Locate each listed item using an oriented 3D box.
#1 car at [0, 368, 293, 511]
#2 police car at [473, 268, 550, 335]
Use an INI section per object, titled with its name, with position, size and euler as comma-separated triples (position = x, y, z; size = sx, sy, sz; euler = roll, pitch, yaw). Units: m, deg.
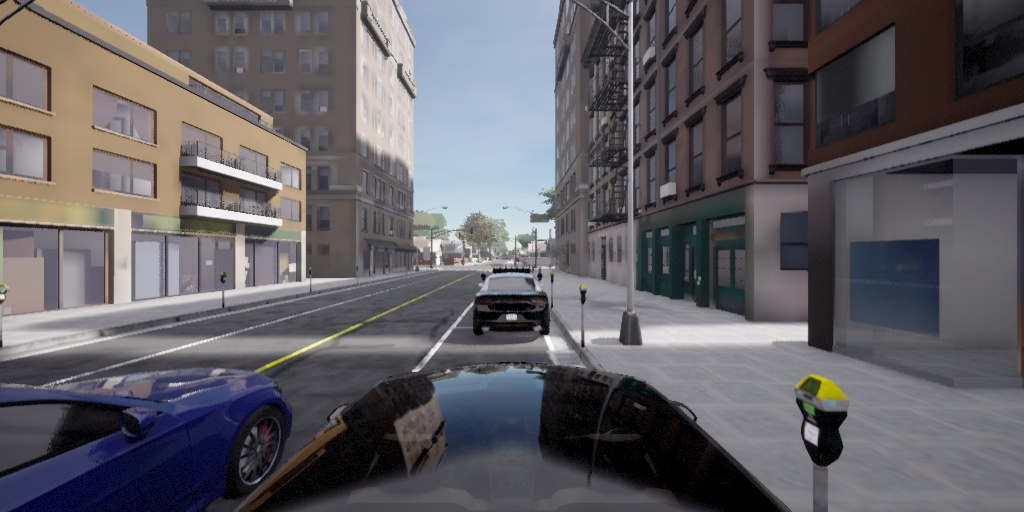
[car]
position = -3.020, 1.269, 1.499
size = 1.812, 1.442, 4.674
euler = 0, 0, 0
[police car]
position = -0.012, 1.165, 10.610
size = 1.930, 1.638, 5.238
euler = 0, 0, 0
